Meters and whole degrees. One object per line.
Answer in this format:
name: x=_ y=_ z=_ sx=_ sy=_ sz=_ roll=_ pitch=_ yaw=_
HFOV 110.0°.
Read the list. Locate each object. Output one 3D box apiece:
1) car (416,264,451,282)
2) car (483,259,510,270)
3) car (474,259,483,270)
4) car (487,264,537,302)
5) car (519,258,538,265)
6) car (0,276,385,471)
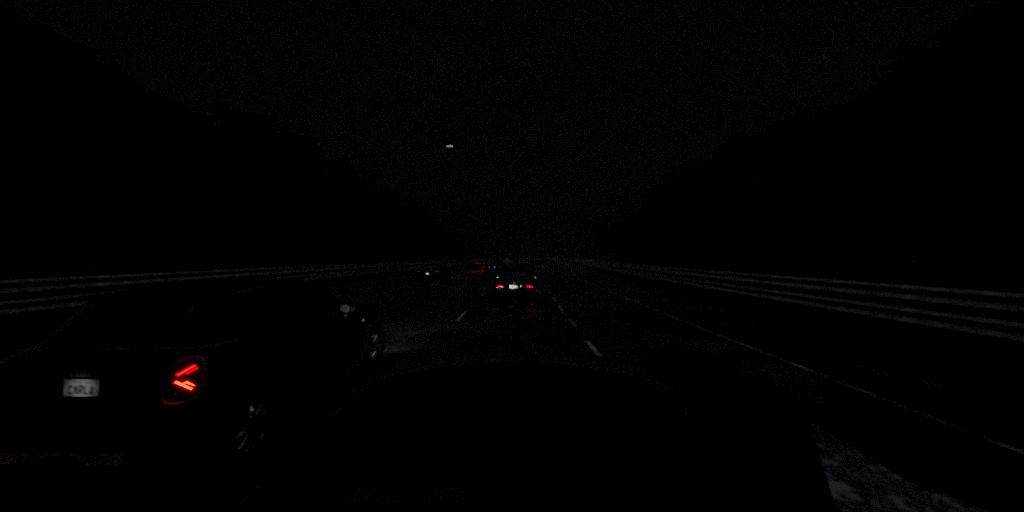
car: x=-6.251 y=1.303 z=28.993 sx=1.994 sy=1.385 sz=4.181 roll=0 pitch=0 yaw=3
car: x=-1.763 y=1.306 z=43.018 sx=2.033 sy=1.411 sz=5.357 roll=0 pitch=0 yaw=5
car: x=-4.313 y=1.248 z=52.919 sx=2.128 sy=1.511 sz=4.902 roll=0 pitch=0 yaw=6
car: x=0.201 y=1.302 z=17.139 sx=2.033 sy=1.411 sz=5.357 roll=0 pitch=0 yaw=2
car: x=1.942 y=1.248 z=45.089 sx=1.882 sy=1.535 sz=5.008 roll=0 pitch=0 yaw=5
car: x=-3.487 y=1.091 z=5.039 sx=2.097 sy=1.767 sz=4.553 roll=0 pitch=0 yaw=0
